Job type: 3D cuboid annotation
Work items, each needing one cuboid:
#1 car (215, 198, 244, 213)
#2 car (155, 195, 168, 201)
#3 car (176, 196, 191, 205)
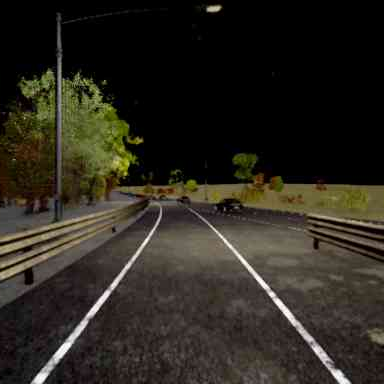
[{"bbox_3d":[3.946,1.436,36.121,1.882,1.535,5.008,0,0,-14],"label":"car"},{"bbox_3d":[-7.208,1.515,82.287,1.812,1.442,4.674,0,0,-14],"label":"car"},{"bbox_3d":[-1.549,1.481,58.862,1.837,1.490,4.892,0,0,-14],"label":"car"}]
